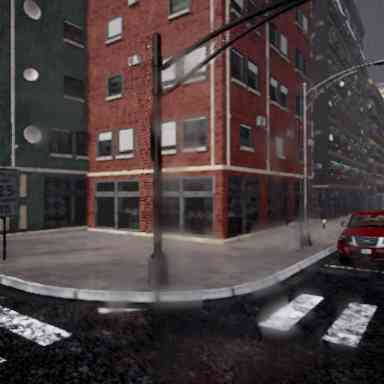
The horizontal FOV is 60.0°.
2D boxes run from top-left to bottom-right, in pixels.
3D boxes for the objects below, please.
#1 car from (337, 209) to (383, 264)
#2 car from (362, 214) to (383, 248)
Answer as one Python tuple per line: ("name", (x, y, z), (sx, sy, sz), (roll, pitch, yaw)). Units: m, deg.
("car", (6.952, 1.606, 12.562), (2.192, 1.841, 5.009), (-2, -2, 35))
("car", (10.246, 1.939, 17.202), (1.887, 1.381, 4.507), (-2, -2, 35))
